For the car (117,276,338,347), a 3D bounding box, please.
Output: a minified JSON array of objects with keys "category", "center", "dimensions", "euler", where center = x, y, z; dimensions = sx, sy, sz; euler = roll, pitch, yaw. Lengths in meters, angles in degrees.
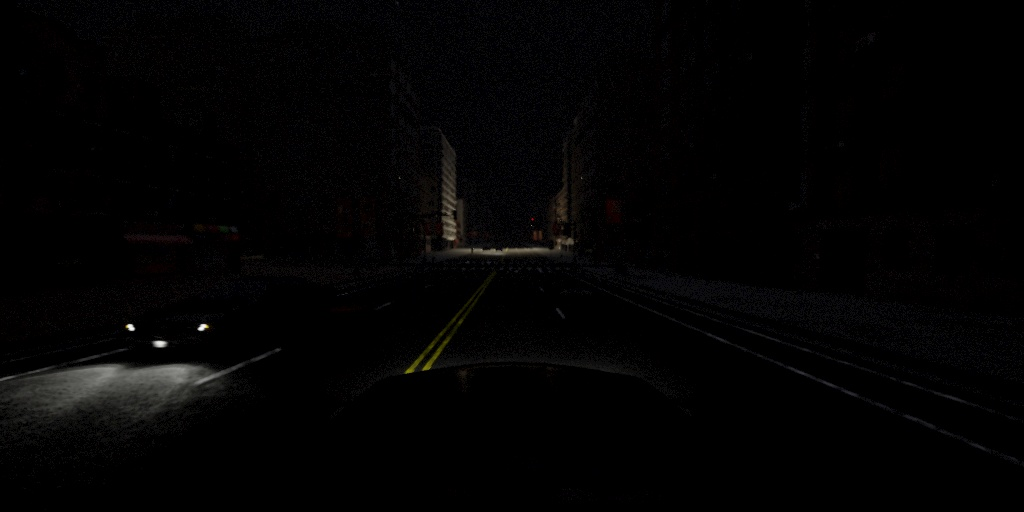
[{"category":"car","center":[-6.607,1.239,9.385],"dimensions":[2.033,1.411,5.357],"euler":[0,1,0]}]
